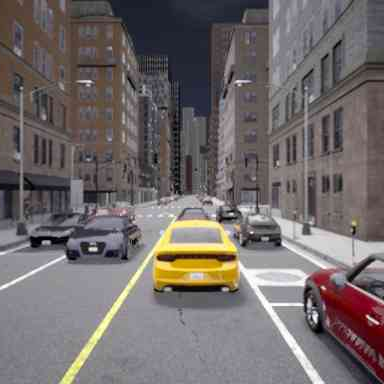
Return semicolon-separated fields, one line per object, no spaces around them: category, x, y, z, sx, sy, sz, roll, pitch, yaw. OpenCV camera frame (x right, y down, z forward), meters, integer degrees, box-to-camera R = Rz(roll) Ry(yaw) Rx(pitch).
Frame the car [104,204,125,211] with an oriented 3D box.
car;-5.673;1.650;20.635;1.802;1.307;4.206;0;0;0

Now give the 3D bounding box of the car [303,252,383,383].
car;2.855;1.454;4.132;1.967;1.590;4.097;0;0;0

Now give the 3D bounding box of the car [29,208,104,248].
car;-5.671;1.616;15.134;1.947;1.339;4.313;0;0;0

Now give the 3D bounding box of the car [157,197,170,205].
car;-5.643;1.828;63.239;1.802;1.307;4.206;0;0;0

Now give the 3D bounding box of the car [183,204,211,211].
car;0.101;1.631;20.076;1.994;1.385;4.181;0;0;0

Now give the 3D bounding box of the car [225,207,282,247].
car;2.854;1.601;15.135;2.008;1.369;4.403;0;0;0

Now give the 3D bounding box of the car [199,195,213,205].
car;2.881;1.686;63.227;1.967;1.590;4.097;0;0;0

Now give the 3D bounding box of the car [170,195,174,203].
car;-5.625;1.853;74.056;2.008;1.369;4.403;0;0;0

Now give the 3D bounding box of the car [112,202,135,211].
car;-5.673;1.527;26.137;1.967;1.590;4.097;0;0;0

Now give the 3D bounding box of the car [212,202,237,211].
car;2.852;1.653;26.137;1.947;1.339;4.313;0;0;0

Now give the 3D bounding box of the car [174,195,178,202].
car;-5.598;1.926;90.111;1.752;1.417;4.829;0;0;0

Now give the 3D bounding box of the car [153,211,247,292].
car;0.093;1.507;9.024;1.882;1.535;5.008;0;0;0

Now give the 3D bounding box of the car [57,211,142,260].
car;-3.092;1.604;12.383;1.994;1.385;4.181;0;0;0
